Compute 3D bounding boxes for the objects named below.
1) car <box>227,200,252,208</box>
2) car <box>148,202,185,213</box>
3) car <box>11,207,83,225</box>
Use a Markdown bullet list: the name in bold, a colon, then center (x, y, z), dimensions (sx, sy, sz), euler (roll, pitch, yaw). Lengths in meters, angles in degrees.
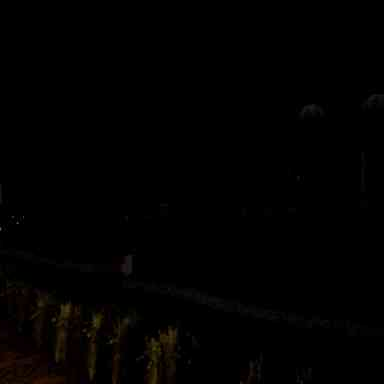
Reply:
- **car**: center (6.634, 1.806, 46.414), dimensions (2.128, 1.511, 4.902), euler (-1, -1, 36)
- **car**: center (-2.512, 1.746, 33.875), dimensions (1.812, 1.442, 4.674), euler (-1, -1, 36)
- **car**: center (-10.078, 1.720, 23.380), dimensions (1.895, 1.301, 4.718), euler (-1, -1, 36)
